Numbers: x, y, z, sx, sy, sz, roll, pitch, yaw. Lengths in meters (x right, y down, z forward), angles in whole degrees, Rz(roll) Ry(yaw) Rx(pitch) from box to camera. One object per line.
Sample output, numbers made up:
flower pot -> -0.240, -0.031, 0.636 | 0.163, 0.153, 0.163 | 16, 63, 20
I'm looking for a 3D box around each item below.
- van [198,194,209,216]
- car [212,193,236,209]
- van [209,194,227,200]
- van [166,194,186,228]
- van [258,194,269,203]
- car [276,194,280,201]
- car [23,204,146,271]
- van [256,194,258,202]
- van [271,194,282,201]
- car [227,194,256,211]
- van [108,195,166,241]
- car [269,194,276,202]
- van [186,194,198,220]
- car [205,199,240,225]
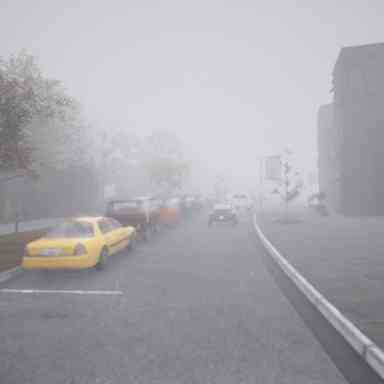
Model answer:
van -> 0.123, 1.223, 32.758 | 1.878, 1.987, 4.442 | -2, 0, 11
car -> 4.733, 1.289, 48.792 | 2.435, 2.045, 5.566 | -2, 0, 17
van -> 3.021, 1.281, 43.562 | 1.878, 1.987, 4.442 | -2, 0, 15
van -> -1.940, 1.197, 21.780 | 1.878, 1.987, 4.442 | -2, 0, 9
van -> 15.090, 1.424, 73.462 | 1.878, 1.987, 4.442 | -1, 0, 23
car -> 20.267, 1.684, 84.314 | 2.231, 1.521, 4.892 | -1, 0, 24
car -> -3.209, 1.427, 10.743 | 1.946, 1.575, 5.366 | -2, 0, 6
van -> 10.946, 1.391, 64.414 | 1.878, 1.987, 4.442 | -1, 0, 23
van -> 22.716, 1.496, 89.445 | 1.878, 1.987, 4.442 | -1, -1, 28
car -> 6.101, 1.203, 40.262 | 2.150, 2.045, 5.566 | -1, 0, 16
van -> -2.693, 1.197, 16.236 | 1.878, 1.987, 4.442 | -2, 1, 4
car -> 17.894, 1.698, 79.339 | 2.163, 1.488, 4.792 | -1, 0, 24
van -> -0.997, 1.206, 27.292 | 1.878, 1.987, 4.442 | -2, 0, 10
car -> 2.233, 1.455, 23.236 | 1.812, 1.442, 4.674 | 0, 0, 9
